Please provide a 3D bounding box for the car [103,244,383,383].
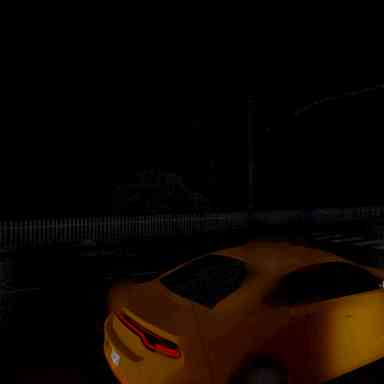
[{"bbox_3d":[1.377,1.478,4.560,5.008,1.535,1.882,0,0,-30],"label":"car"}]
